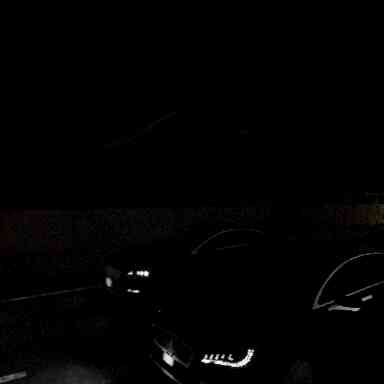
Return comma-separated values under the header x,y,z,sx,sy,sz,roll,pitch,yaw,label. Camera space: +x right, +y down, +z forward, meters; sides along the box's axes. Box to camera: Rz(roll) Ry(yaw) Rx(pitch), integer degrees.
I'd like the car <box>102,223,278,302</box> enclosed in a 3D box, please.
x,y,z,sx,sy,sz,roll,pitch,yaw,label
0.380,1.527,7.938,4.902,1.511,2.128,1,0,-35,car

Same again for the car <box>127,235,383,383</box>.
x,y,z,sx,sy,sz,roll,pitch,yaw,label
1.735,1.542,4.916,4.892,1.490,1.837,1,0,-35,car
